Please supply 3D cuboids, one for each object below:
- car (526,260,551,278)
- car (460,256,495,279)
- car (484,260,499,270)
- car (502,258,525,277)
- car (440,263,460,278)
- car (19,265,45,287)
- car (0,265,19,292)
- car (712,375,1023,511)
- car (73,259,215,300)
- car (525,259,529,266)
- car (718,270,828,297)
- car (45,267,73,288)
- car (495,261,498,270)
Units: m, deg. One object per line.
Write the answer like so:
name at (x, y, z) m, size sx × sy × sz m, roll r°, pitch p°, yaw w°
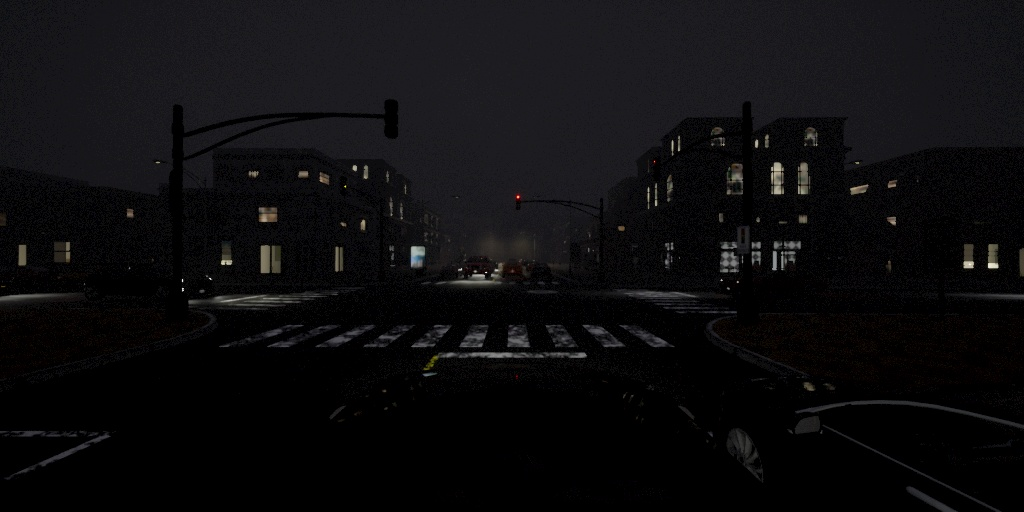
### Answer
car at (2.684, 1.318, 33.984) m, size 1.948 × 1.339 × 4.313 m, roll 0°, pitch 0°, yaw 0°
car at (-3.118, 0.974, 33.533) m, size 2.150 × 2.045 × 5.566 m, roll 0°, pitch 0°, yaw 1°
car at (-3.101, 1.320, 53.882) m, size 1.994 × 1.385 × 4.181 m, roll 0°, pitch 0°, yaw 0°
car at (0.053, 1.230, 35.713) m, size 1.882 × 1.535 × 5.008 m, roll 0°, pitch 0°, yaw 0°
car at (-5.696, 1.335, 33.995) m, size 1.802 × 1.307 × 4.207 m, roll 0°, pitch 0°, yaw 0°
car at (-30.824, 1.228, 22.455) m, size 4.207 × 1.307 × 1.802 m, roll 0°, pitch 0°, yaw 1°
car at (-26.661, 1.137, 16.604) m, size 4.892 × 1.490 × 1.837 m, roll 0°, pitch 0°, yaw 1°
car at (2.691, 1.300, 1.594) m, size 2.007 × 1.370 × 4.403 m, roll 0°, pitch 0°, yaw 0°
car at (-16.484, 1.028, 16.481) m, size 4.553 × 1.767 × 2.097 m, roll 0°, pitch 0°, yaw 0°
car at (2.682, 1.336, 45.026) m, size 1.802 × 1.307 × 4.207 m, roll 0°, pitch 0°, yaw 0°
car at (13.797, 1.432, 19.183) m, size 4.718 × 1.301 × 1.895 m, roll 0°, pitch 0°, yaw 1°
car at (-25.458, 1.195, 22.373) m, size 4.829 × 1.417 × 1.751 m, roll 0°, pitch 0°, yaw 1°
car at (-3.102, 1.246, 43.767) m, size 2.128 × 1.511 × 4.902 m, roll 0°, pitch 0°, yaw 1°
